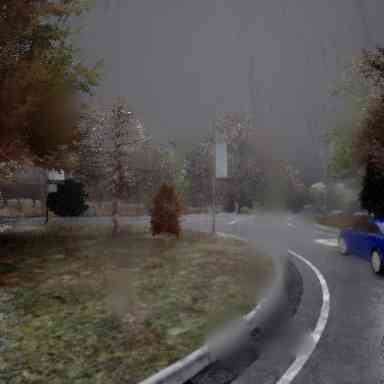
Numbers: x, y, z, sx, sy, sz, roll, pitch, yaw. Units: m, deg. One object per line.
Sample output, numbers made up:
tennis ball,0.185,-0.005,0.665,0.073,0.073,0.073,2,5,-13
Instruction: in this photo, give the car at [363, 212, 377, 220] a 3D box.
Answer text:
car,40.153,5.389,74.874,1.837,1.490,4.892,-1,-6,40

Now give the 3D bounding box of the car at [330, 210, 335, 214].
car,29.130,4.387,66.697,1.837,1.490,4.892,-1,-6,38

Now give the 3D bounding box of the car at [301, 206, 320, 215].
car,19.515,3.024,54.716,1.882,1.535,5.008,-1,-5,39

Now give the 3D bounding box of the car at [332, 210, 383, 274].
car,6.356,1.568,10.779,1.882,1.535,5.008,0,-1,8

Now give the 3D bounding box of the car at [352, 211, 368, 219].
car,33.873,4.686,67.033,1.994,1.385,4.181,-1,-6,38
